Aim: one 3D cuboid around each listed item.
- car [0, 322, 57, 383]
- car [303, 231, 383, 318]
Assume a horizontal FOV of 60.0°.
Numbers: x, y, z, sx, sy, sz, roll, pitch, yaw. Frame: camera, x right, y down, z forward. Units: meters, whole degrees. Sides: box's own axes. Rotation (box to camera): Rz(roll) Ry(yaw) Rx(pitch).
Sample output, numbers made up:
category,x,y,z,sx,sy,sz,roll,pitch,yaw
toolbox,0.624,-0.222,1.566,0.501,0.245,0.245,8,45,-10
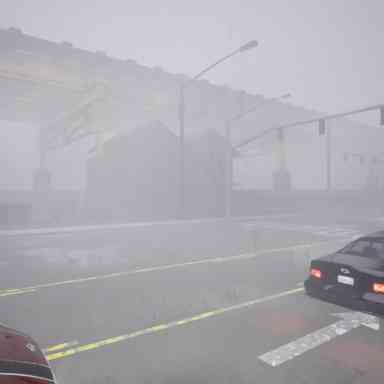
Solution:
category,x,y,z,sx,sy,sz,roll,pitch,yaw
car,-3.011,1.352,1.600,4.553,1.767,2.097,0,0,-36
car,4.671,1.547,7.115,5.357,1.411,2.033,0,0,-35
